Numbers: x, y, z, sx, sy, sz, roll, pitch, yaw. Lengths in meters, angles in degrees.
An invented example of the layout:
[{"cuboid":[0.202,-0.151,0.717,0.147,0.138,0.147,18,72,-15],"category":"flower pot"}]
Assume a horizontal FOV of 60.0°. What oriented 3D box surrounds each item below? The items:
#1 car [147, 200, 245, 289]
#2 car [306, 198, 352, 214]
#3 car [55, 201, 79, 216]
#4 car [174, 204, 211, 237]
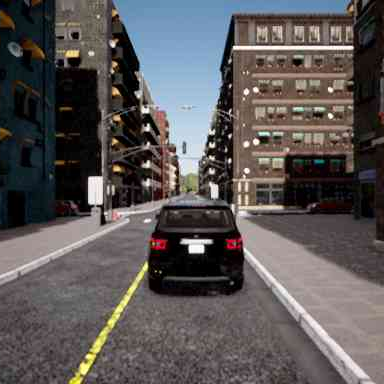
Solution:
[{"cuboid":[0.093,1.222,9.281,2.150,2.045,5.566,0,0,0],"category":"car"},{"cuboid":[13.554,1.319,33.088,4.097,1.590,1.967,-1,0,0],"category":"car"},{"cuboid":[-13.551,1.577,33.162,4.097,1.590,1.967,-1,0,0],"category":"car"},{"cuboid":[-0.006,1.508,19.105,1.837,1.490,4.892,0,0,-1],"category":"car"}]
